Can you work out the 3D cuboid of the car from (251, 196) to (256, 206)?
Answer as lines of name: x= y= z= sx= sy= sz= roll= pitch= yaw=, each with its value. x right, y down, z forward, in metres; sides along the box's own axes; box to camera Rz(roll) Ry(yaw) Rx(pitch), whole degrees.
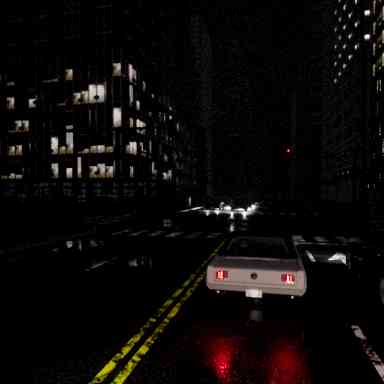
car: x=7.974 y=1.458 z=49.731 sx=2.128 sy=1.511 sz=4.902 roll=0 pitch=0 yaw=13

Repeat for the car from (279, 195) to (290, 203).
car: x=19.425 y=1.471 z=69.647 sx=2.033 sy=1.411 sz=5.357 roll=0 pitch=0 yaw=13

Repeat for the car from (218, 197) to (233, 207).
car: x=5.412 y=1.565 z=53.037 sx=1.895 sy=1.301 sz=4.718 roll=0 pitch=0 yaw=13

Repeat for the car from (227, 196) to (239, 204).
car: x=7.836 y=1.457 z=63.167 sx=1.837 sy=1.490 sz=4.892 roll=0 pitch=0 yaw=14

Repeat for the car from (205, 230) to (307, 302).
car: x=1.695 y=1.597 z=8.337 sx=1.895 sy=1.301 sz=4.718 roll=0 pitch=0 yaw=14

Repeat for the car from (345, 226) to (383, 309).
car: x=4.825 y=1.501 z=7.437 sx=1.837 sy=1.490 sz=4.892 roll=0 pitch=0 yaw=13

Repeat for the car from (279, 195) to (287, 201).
car: x=21.811 y=1.352 z=79.818 sx=1.895 sy=1.301 sz=4.718 roll=0 pitch=0 yaw=13

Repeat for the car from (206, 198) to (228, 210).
car: x=3.091 y=1.522 z=43.168 sx=2.033 sy=1.411 sz=5.357 roll=0 pitch=0 yaw=13

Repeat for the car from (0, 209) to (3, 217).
car: x=-17.348 y=1.434 z=26.651 sx=4.313 sy=1.339 sz=1.947 roll=1 pitch=1 yaw=14

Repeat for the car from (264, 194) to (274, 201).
car: x=18.640 y=1.283 z=80.532 sx=2.128 sy=1.511 sz=4.902 roll=0 pitch=0 yaw=13

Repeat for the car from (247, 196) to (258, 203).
car: x=12.768 y=1.483 z=69.735 sx=2.033 sy=1.411 sz=5.357 roll=0 pitch=0 yaw=13

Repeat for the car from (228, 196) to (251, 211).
car: x=5.861 y=1.502 z=40.728 sx=1.812 sy=1.442 sz=4.674 roll=0 pitch=0 yaw=13

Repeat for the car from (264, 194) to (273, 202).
car: x=16.363 y=1.527 z=70.826 sx=1.895 sy=1.301 sz=4.718 roll=0 pitch=0 yaw=13
